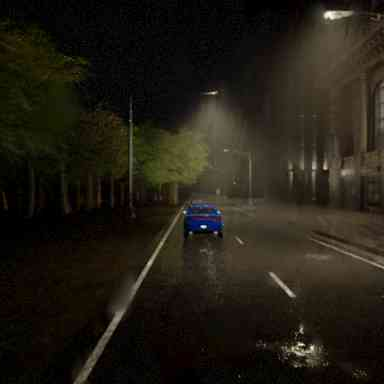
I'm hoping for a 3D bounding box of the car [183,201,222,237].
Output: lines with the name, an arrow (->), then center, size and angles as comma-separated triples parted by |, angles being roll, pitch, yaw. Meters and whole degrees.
car -> 0.538, 1.463, 17.964 | 1.882, 1.535, 5.008 | 0, 0, 0
